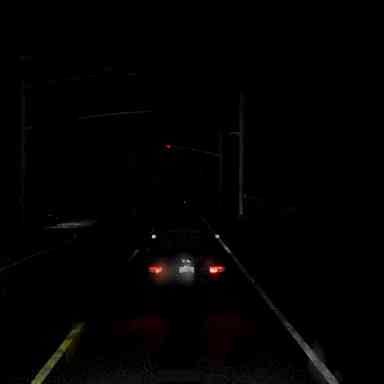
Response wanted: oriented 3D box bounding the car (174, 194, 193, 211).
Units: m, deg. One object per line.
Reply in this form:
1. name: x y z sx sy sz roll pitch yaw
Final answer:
1. car: -1.012 1.221 40.245 2.150 2.045 5.566 0 0 -3

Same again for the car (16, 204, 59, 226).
1. car: -11.395 1.511 22.269 4.674 1.442 1.812 0 0 -3

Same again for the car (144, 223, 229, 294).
1. car: -0.167 1.547 8.918 2.033 1.411 5.357 0 0 -1
